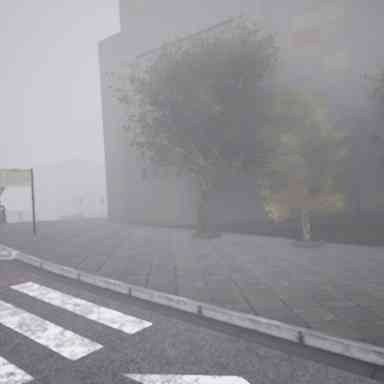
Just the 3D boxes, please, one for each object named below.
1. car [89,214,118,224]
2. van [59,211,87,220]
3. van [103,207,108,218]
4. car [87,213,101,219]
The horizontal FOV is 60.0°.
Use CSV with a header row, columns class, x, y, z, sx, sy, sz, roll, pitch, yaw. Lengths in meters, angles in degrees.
class,x,y,z,sx,sy,sz,roll,pitch,yaw
car,-16.869,5.149,63.599,5.366,1.575,1.946,-6,-7,25
van,-20.471,4.250,55.967,4.442,1.987,1.878,-6,-6,25
van,-10.234,2.929,48.371,4.442,1.987,1.878,-6,-6,25
car,-19.165,4.670,58.392,5.008,1.535,2.097,-6,-7,25
